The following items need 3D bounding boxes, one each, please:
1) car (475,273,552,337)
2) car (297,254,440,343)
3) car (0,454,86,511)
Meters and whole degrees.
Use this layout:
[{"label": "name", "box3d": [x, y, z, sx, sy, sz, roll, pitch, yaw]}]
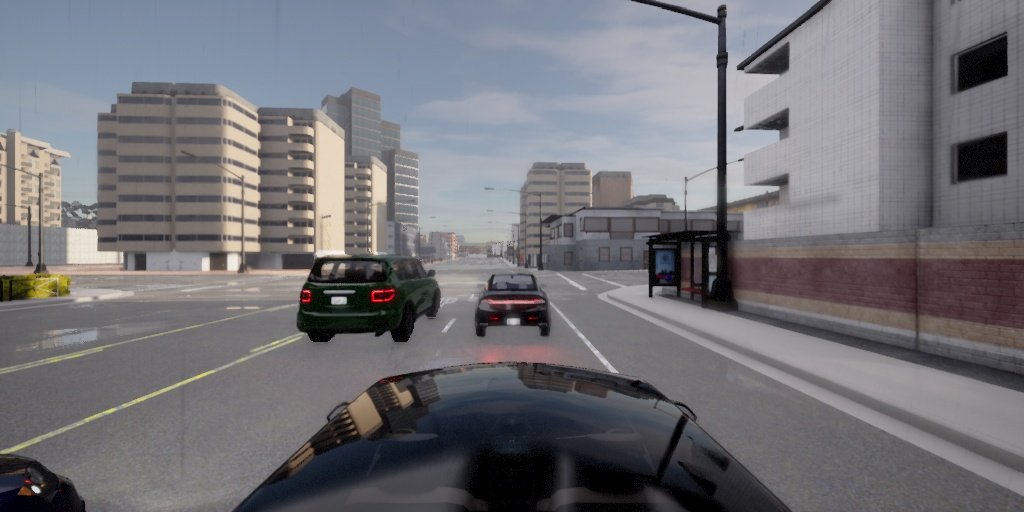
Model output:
[{"label": "car", "box3d": [0.010, 1.240, 10.337, 2.128, 1.511, 4.902, 0, 0, -1]}, {"label": "car", "box3d": [-3.466, 0.971, 9.807, 2.150, 2.045, 5.566, 0, 0, -1]}, {"label": "car", "box3d": [-3.456, 1.314, 0.273, 1.994, 1.385, 4.181, 0, 0, 1]}]
